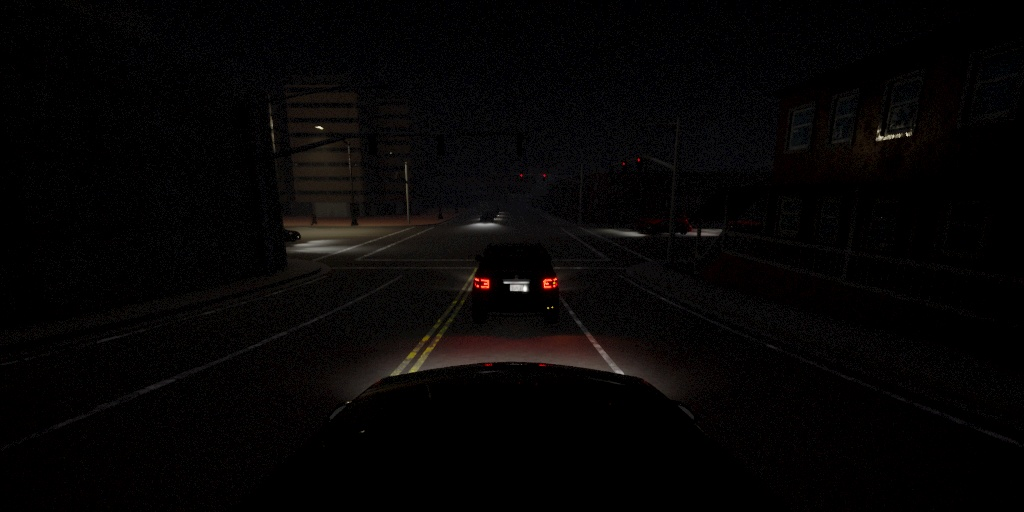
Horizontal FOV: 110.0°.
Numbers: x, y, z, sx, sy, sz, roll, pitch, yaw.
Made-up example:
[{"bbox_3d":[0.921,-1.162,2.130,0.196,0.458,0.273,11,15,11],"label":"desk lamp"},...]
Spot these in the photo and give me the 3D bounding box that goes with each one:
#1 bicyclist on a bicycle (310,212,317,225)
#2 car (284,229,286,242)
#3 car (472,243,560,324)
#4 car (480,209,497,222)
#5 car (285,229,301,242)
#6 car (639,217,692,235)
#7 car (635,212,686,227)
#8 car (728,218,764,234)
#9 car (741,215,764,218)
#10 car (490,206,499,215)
[{"bbox_3d":[-25.388,-4.789,45.842,0.582,1.620,1.656,0,10,0],"label":"bicyclist on a bicycle"},{"bbox_3d":[-19.918,-1.235,26.174,4.902,1.511,2.128,0,10,0],"label":"car"},{"bbox_3d":[0.061,0.601,10.735,2.150,2.045,5.566,0,4,-1],"label":"car"},{"bbox_3d":[-3.740,-5.887,54.115,1.895,1.301,4.718,0,10,0],"label":"car"},{"bbox_3d":[-20.113,-1.809,29.619,4.892,1.490,1.837,0,10,0],"label":"car"},{"bbox_3d":[15.952,-2.982,36.713,4.674,1.442,1.812,0,10,0],"label":"car"},{"bbox_3d":[16.758,-3.871,40.117,5.566,2.045,2.150,0,10,0],"label":"car"},{"bbox_3d":[25.051,-2.905,36.725,4.718,1.301,1.895,0,10,0],"label":"car"},{"bbox_3d":[26.422,-3.736,40.131,4.553,1.767,2.097,0,10,0],"label":"car"},{"bbox_3d":[-3.740,-7.456,62.862,1.812,1.442,4.674,0,10,0],"label":"car"}]
